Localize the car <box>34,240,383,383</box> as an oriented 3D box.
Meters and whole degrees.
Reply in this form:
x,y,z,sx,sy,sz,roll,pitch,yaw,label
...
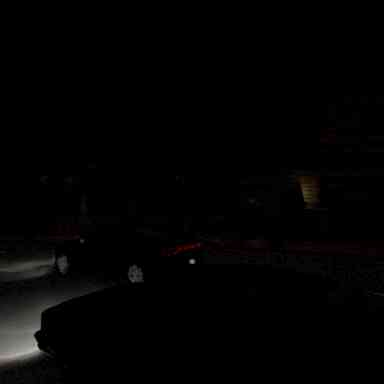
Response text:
x,y,z,sx,sy,sz,roll,pitch,yaw,label
0.494,1.575,3.639,5.357,1.411,2.033,-1,-1,35,car

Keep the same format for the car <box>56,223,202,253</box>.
x,y,z,sx,sy,sz,roll,pitch,yaw,label
-2.006,1.673,9.721,5.008,1.535,1.882,-3,-2,35,car
